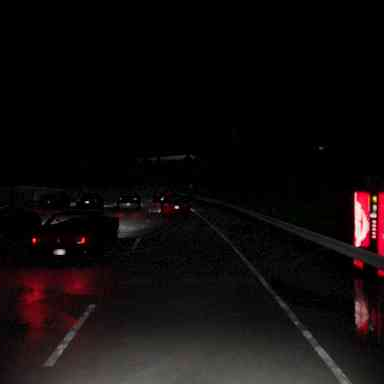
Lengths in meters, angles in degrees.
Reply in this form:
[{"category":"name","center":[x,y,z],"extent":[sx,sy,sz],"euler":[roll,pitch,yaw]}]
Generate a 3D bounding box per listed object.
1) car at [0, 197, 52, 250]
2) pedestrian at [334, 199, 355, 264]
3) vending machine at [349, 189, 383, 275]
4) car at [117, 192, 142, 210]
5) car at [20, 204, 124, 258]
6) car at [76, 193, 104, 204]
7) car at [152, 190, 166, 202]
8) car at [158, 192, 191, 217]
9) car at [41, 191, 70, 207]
[{"category":"car","center":[-7.342,1.165,12.463],"extent":[2.128,1.511,4.902],"euler":[0,1,-3]},{"category":"pedestrian","center":[4.289,1.048,9.338],"extent":[0.375,1.860,0.375],"euler":[0,1,-2]},{"category":"vending machine","center":[4.853,0.968,8.611],"extent":[1.100,2.100,0.880],"euler":[0,1,-2]},{"category":"car","center":[-5.458,0.735,29.093],"extent":[2.128,1.511,4.902],"euler":[0,1,-8]},{"category":"car","center":[-3.751,1.303,11.377],"extent":[1.895,1.301,4.718],"euler":[0,1,-3]},{"category":"car","center":[-9.121,0.784,30.029],"extent":[1.994,1.385,4.181],"euler":[0,1,-8]},{"category":"car","center":[-3.881,0.456,41.204],"extent":[1.812,1.442,4.674],"euler":[0,1,-11]},{"category":"car","center":[-1.245,0.941,23.916],"extent":[1.994,1.385,4.181],"euler":[0,1,-7]},{"category":"car","center":[-12.861,0.661,31.430],"extent":[1.882,1.535,5.008],"euler":[0,1,-9]}]
